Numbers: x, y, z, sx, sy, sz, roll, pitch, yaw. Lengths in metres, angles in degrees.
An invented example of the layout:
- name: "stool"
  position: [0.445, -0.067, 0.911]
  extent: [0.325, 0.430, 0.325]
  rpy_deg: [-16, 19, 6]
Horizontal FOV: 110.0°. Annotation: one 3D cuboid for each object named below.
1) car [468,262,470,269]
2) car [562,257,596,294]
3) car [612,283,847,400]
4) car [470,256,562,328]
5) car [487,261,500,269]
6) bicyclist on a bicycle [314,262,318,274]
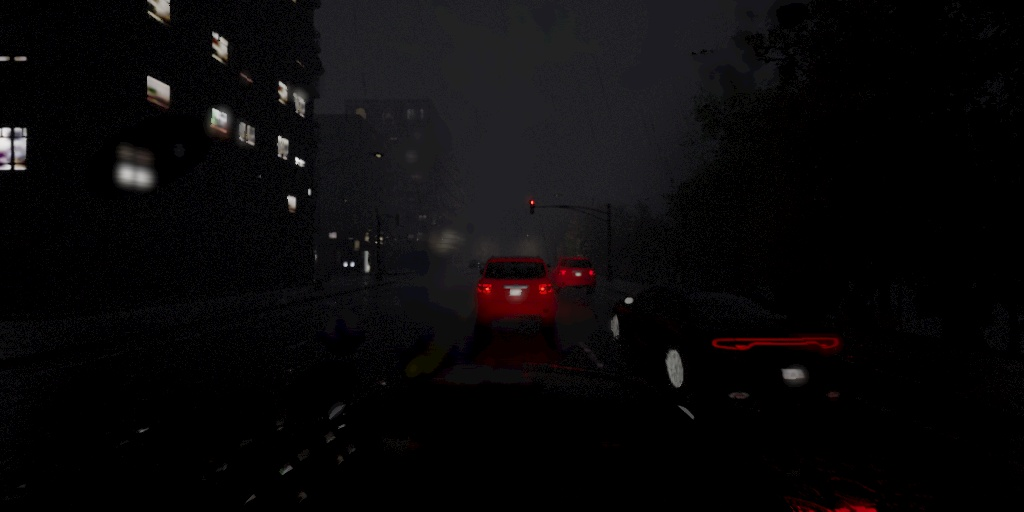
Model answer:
- name: "car"
  position: [-6.565, 1.387, 64.146]
  extent: [2.097, 1.767, 4.553]
  rpy_deg: [0, 0, 0]
- name: "car"
  position: [3.352, 1.055, 21.145]
  extent: [2.150, 2.045, 5.566]
  rpy_deg: [0, 0, -1]
- name: "car"
  position: [3.345, 1.248, 6.734]
  extent: [1.882, 1.535, 5.008]
  rpy_deg: [0, 0, 0]
- name: "car"
  position: [0.099, 1.014, 11.653]
  extent: [2.150, 2.045, 5.566]
  rpy_deg: [0, 0, 0]
- name: "car"
  position: [-3.313, 1.581, 64.030]
  extent: [2.033, 1.411, 5.357]
  rpy_deg: [0, 0, 1]
- name: "bicyclist on a bicycle"
  position: [-24.887, 1.520, 45.225]
  extent: [0.582, 1.620, 1.656]
  rpy_deg: [-1, 0, -1]
